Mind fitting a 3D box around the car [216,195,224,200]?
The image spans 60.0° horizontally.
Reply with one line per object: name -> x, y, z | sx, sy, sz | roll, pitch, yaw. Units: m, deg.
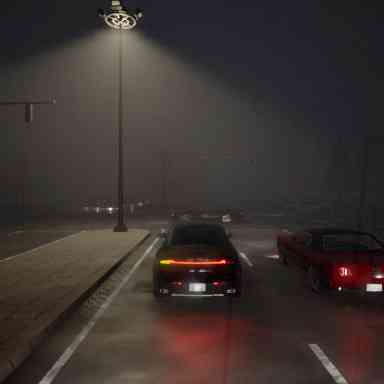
car -> 7.859, 1.553, 94.684 | 1.994, 1.385, 4.181 | 0, 0, 2

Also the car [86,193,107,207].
car -> -14.759, 1.221, 51.895 | 2.150, 2.045, 5.566 | 0, 0, 0

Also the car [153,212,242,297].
car -> 0.127, 1.505, 8.540 | 1.837, 1.490, 4.892 | 0, 0, 1

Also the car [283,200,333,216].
car -> 11.278, 1.525, 32.552 | 4.674, 1.442, 1.812 | 0, 0, 9

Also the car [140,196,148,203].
car -> -11.056, 1.595, 69.329 | 1.895, 1.301, 4.718 | 0, 0, 0

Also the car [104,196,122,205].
car -> -14.651, 1.547, 62.144 | 2.033, 1.411, 5.357 | 0, 0, 1

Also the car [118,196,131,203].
car -> -14.538, 1.553, 72.091 | 1.994, 1.385, 4.181 | 0, 0, 0

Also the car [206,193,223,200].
car -> 3.922, 1.220, 54.917 | 2.150, 2.045, 5.566 | 0, 0, 1

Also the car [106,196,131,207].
car -> -11.267, 1.601, 51.345 | 1.895, 1.301, 4.718 | 0, 0, 0

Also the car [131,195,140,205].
car -> -11.185, 1.505, 60.355 | 1.837, 1.490, 4.892 | 0, 0, 1

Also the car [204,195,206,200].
car -> 4.326, 1.595, 93.699 | 1.895, 1.301, 4.718 | 0, 0, 2

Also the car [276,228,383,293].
car -> 3.630, 1.601, 8.784 | 1.895, 1.301, 4.718 | 0, 0, 1

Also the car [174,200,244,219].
car -> 1.084, 1.547, 24.572 | 5.357, 1.411, 2.033 | 0, 0, -3

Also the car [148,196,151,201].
car -> -10.989, 1.552, 79.180 | 1.994, 1.385, 4.181 | 0, 0, 0

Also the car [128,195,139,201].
car -> -14.456, 1.517, 82.295 | 1.812, 1.442, 4.674 | 0, 0, 1
